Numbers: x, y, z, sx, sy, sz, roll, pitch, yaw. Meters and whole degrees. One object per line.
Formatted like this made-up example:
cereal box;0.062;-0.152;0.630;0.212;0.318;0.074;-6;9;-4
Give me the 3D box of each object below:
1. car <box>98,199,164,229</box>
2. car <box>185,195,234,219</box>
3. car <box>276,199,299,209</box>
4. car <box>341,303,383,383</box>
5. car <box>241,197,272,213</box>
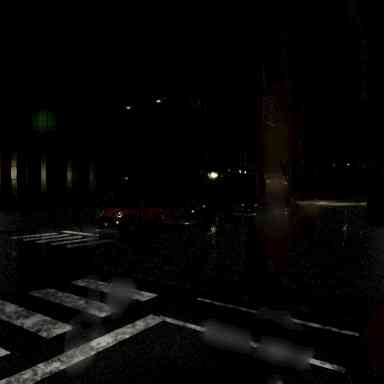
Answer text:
car;-3.920;1.376;21.976;2.097;1.767;4.553;0;0;35
car;1.686;1.257;29.801;2.150;2.045;5.566;0;0;36
car;13.124;1.624;45.650;1.994;1.385;4.181;0;0;36
car;3.534;1.221;1.168;5.566;2.045;2.150;0;0;36
car;7.390;1.399;37.716;2.097;1.767;4.553;0;0;36
